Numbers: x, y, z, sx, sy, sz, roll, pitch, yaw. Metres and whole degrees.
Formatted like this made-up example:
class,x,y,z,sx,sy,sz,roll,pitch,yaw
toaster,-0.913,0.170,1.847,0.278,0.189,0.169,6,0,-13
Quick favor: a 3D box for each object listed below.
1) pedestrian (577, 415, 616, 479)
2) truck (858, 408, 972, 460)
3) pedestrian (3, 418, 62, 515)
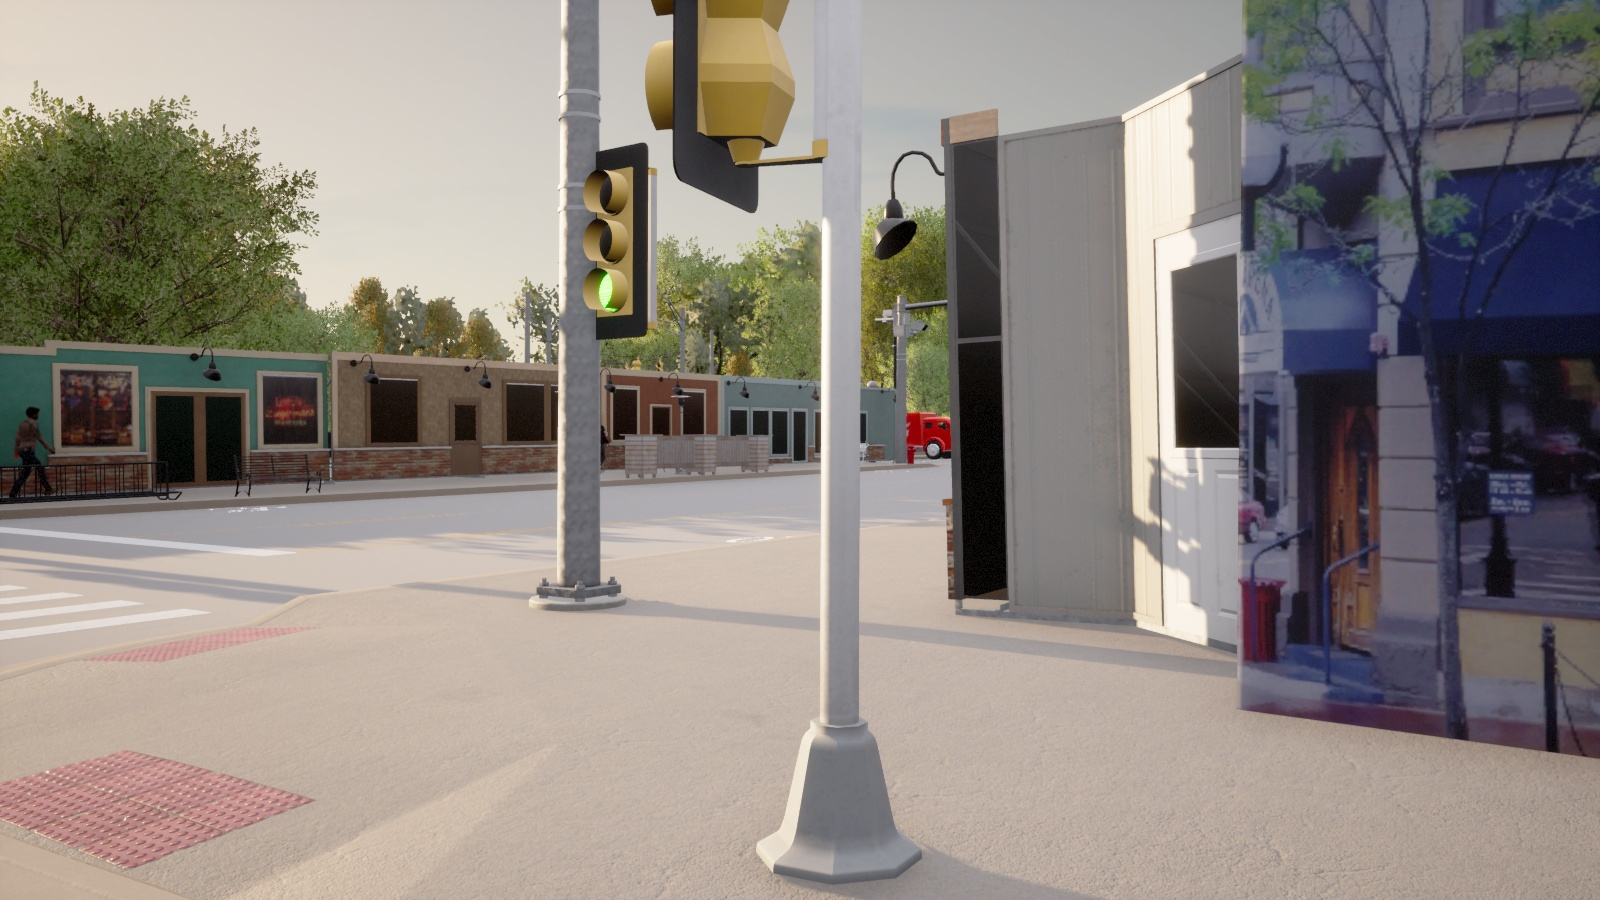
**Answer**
class,x,y,z,sx,sy,sz,roll,pitch,yaw
pedestrian,-5.944,-0.105,36.709,0.634,1.844,0.899,0,1,34
truck,6.028,-0.823,65.672,5.204,2.467,2.627,-3,0,29
pedestrian,-14.554,0.300,23.828,0.328,1.805,0.869,0,1,34
